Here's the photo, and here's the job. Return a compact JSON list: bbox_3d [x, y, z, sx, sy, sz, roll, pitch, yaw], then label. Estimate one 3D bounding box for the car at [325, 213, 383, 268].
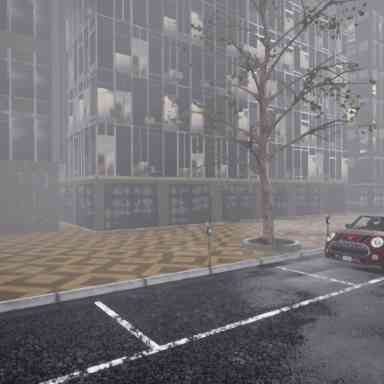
[{"bbox_3d":[6.198,1.439,10.990,4.097,1.590,1.967,0,0,-36],"label":"car"}]
